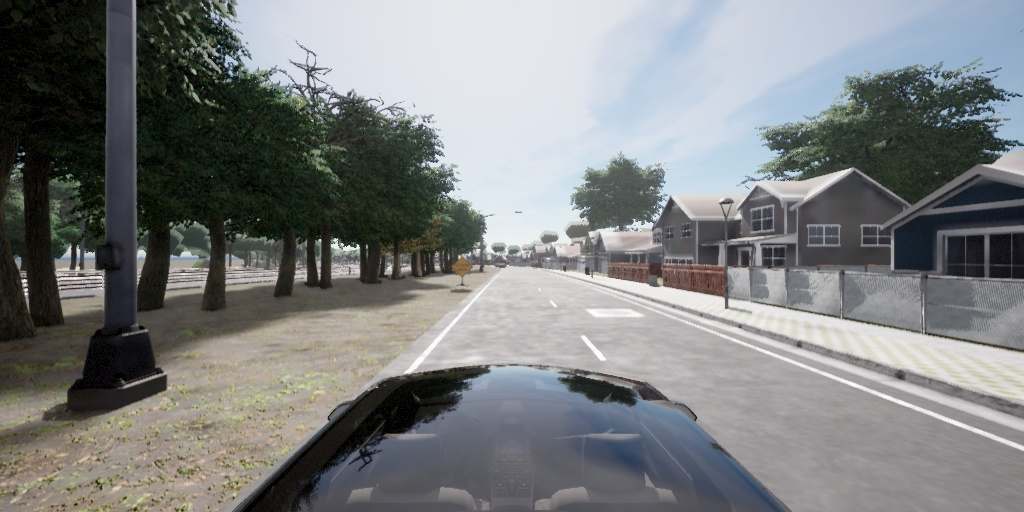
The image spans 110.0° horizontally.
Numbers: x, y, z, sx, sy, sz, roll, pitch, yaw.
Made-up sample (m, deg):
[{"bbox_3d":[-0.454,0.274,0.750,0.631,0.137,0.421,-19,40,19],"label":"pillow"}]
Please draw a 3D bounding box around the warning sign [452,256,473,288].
[{"bbox_3d":[-3.050,0.958,22.021,1.300,1.860,1.060,0,0,0],"label":"warning sign"}]
